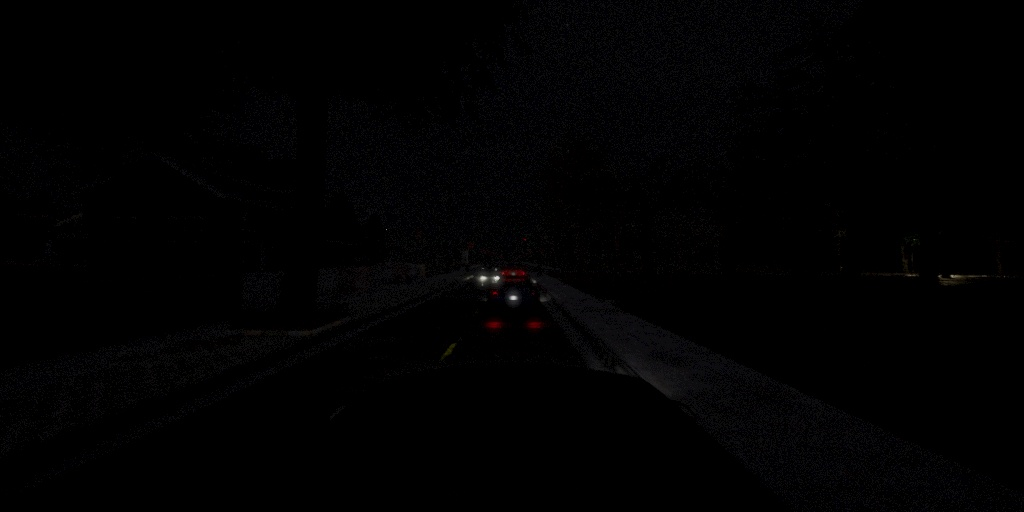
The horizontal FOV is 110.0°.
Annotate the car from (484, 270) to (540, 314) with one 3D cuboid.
[{"bbox_3d":[0.076,1.457,14.533,1.994,1.385,4.181,0,0,1],"label":"car"}]

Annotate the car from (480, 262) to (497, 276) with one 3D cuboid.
[{"bbox_3d":[-2.683,1.548,44.213,2.097,1.767,4.553,0,0,1],"label":"car"}]

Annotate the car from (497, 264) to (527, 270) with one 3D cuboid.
[{"bbox_3d":[0.116,1.398,29.224,2.097,1.767,4.553,0,-1,1],"label":"car"}]
